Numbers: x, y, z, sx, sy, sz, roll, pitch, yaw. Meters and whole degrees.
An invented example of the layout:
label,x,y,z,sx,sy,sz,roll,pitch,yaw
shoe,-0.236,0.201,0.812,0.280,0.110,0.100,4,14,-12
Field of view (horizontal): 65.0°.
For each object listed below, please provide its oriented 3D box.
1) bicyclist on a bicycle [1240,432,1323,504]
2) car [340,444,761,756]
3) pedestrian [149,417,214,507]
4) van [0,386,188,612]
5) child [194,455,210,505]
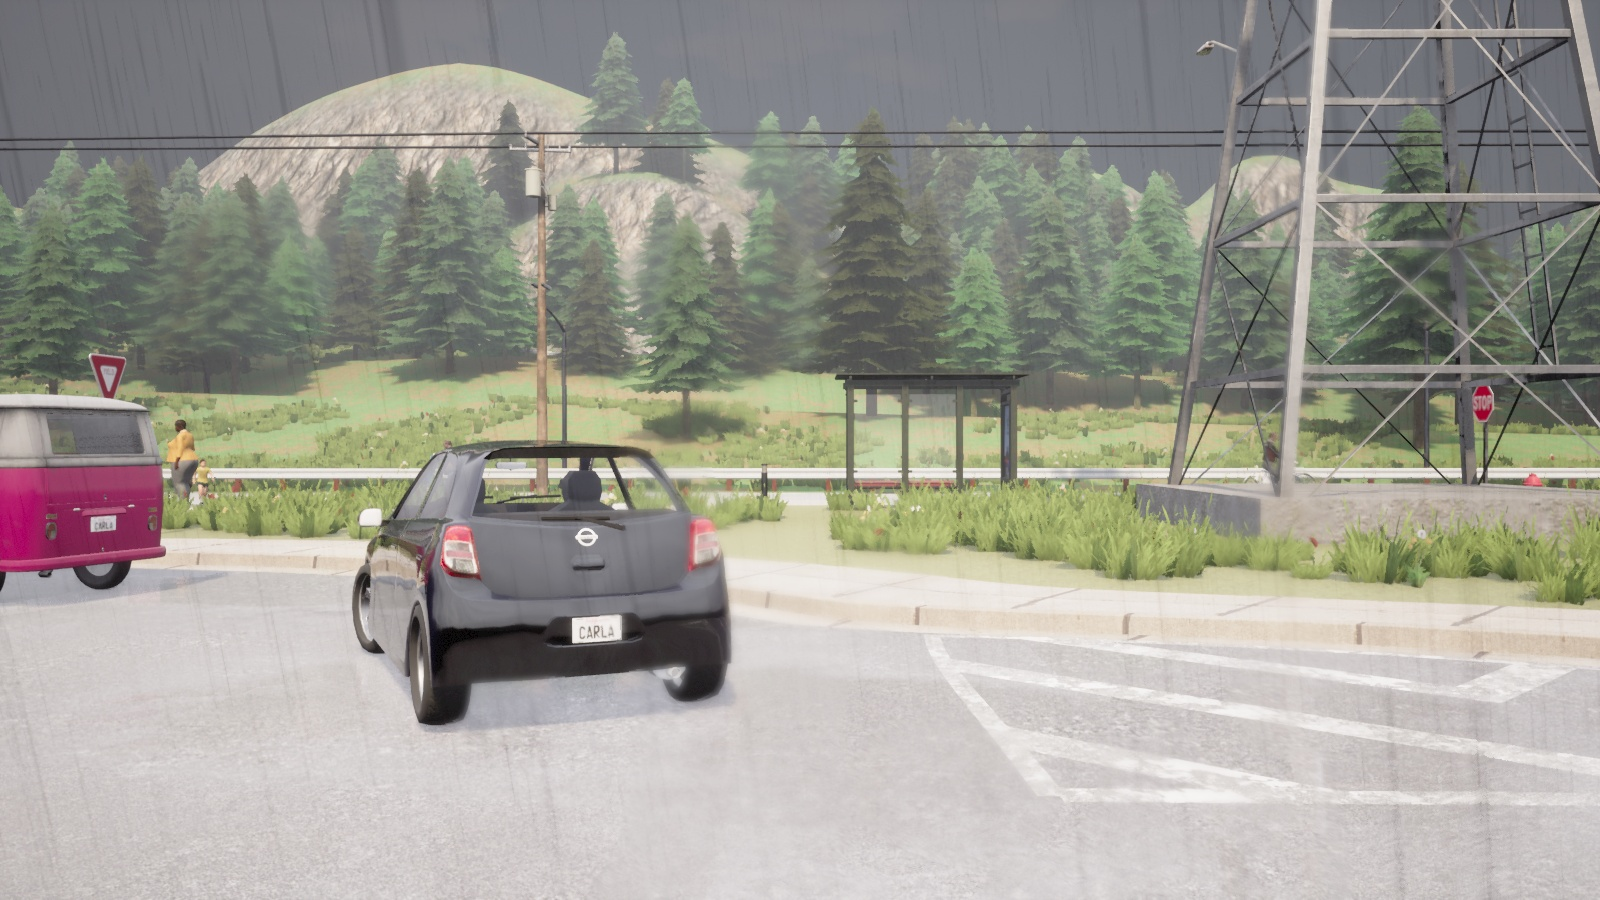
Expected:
label,x,y,z,sx,sy,sz,roll,pitch,yaw
bicyclist on a bicycle,12.133,0.448,31.649,1.843,1.776,0.659,0,0,1
car,-1.817,0.713,8.088,1.845,1.501,3.633,0,0,-25
pedestrian,-12.906,0.243,26.235,0.900,1.855,0.874,0,0,5
van,-8.610,0.422,12.534,4.442,1.987,1.775,0,0,16
child,-13.466,0.670,28.292,0.255,1.110,0.394,0,0,-35
